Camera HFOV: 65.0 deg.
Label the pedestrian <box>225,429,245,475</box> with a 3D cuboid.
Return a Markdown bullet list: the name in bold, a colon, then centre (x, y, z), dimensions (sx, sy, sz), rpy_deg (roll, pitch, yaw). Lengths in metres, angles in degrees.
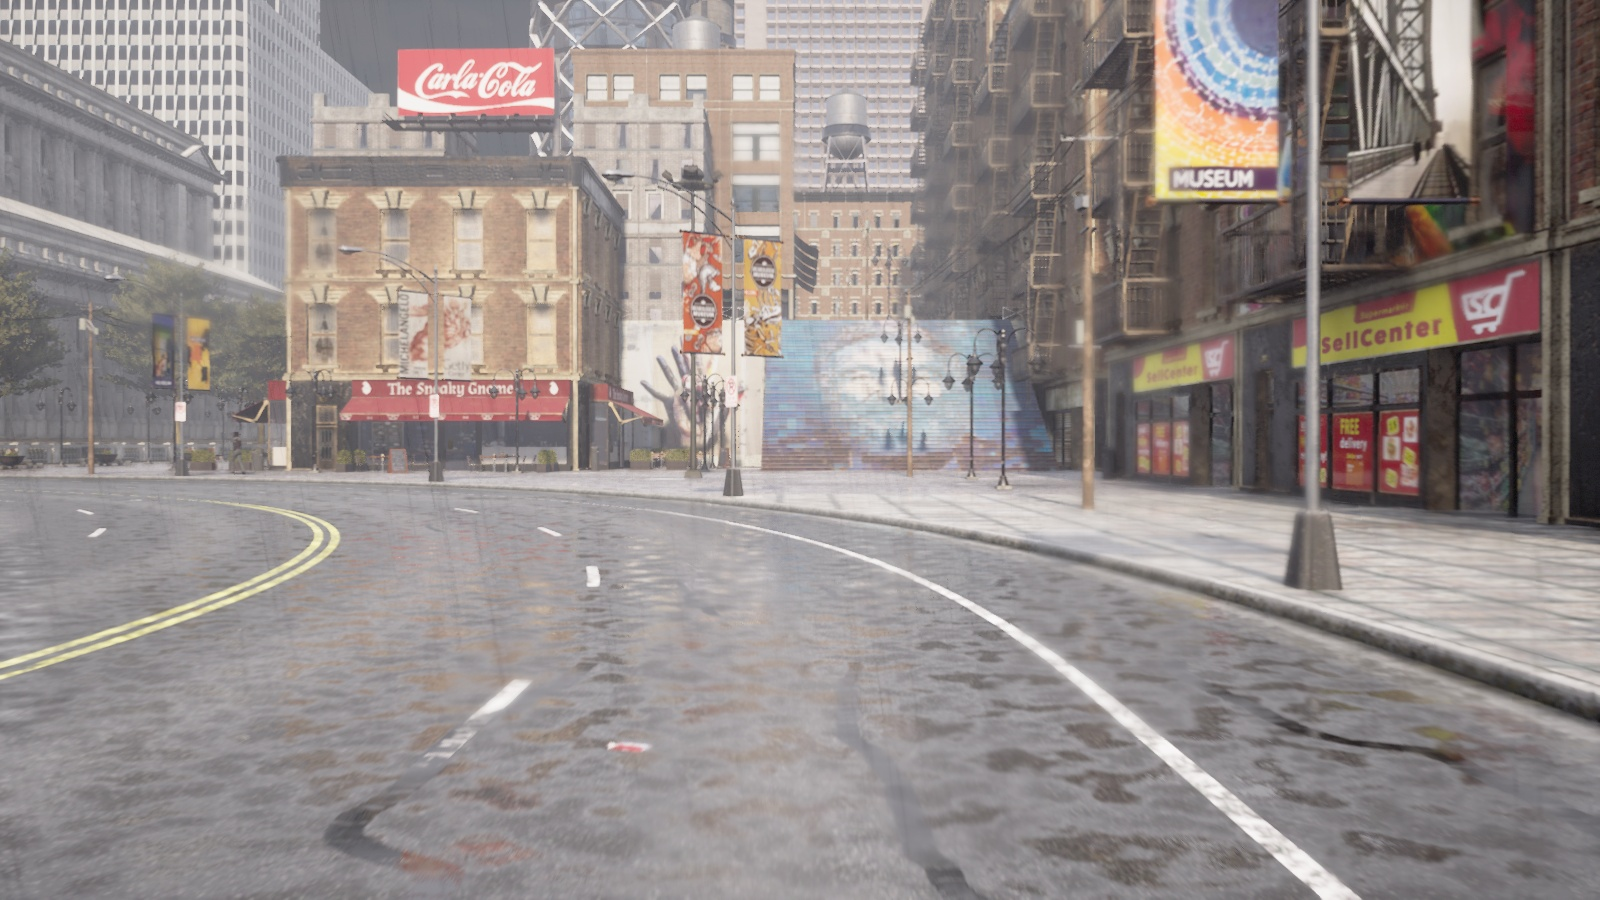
- **pedestrian**: centre (-23.991, 0.074, 53.352), dimensions (0.666, 1.930, 0.402), rpy_deg (0, 0, 17)
